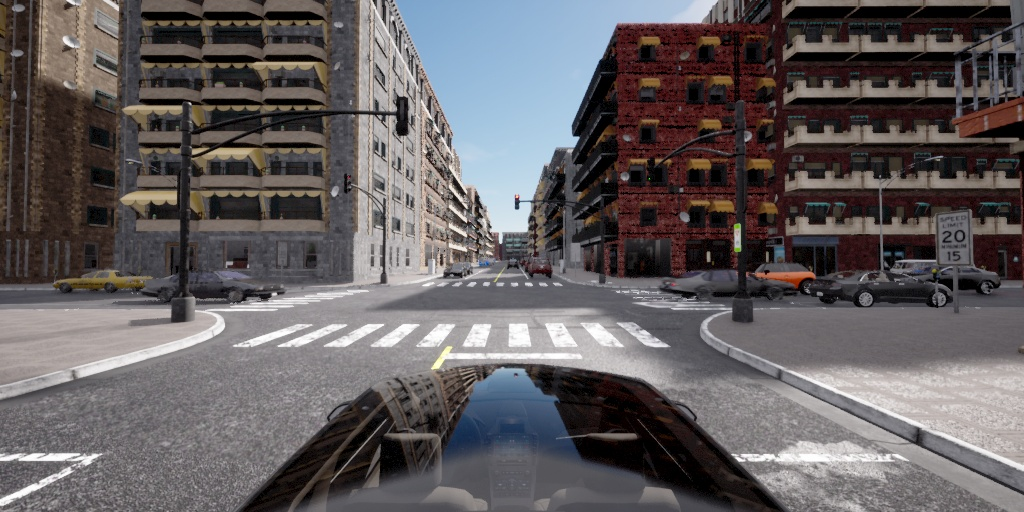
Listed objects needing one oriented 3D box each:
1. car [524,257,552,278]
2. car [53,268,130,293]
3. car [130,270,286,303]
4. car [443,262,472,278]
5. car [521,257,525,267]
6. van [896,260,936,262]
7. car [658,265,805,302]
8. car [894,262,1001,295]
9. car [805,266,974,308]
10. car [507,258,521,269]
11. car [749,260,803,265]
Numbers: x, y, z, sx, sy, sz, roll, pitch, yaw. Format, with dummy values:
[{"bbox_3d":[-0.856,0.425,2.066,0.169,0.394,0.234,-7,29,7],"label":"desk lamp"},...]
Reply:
[{"bbox_3d":[2.604,1.076,33.772,2.192,1.841,5.009,0,0,0],"label":"car"},{"bbox_3d":[-24.420,1.436,21.481,4.829,1.417,1.751,0,0,0],"label":"car"},{"bbox_3d":[-13.166,1.309,15.938,5.357,1.411,2.033,0,-1,2],"label":"car"},{"bbox_3d":[-5.277,1.328,33.736,1.948,1.339,4.313,0,0,0],"label":"car"},{"bbox_3d":[2.617,1.086,44.895,2.192,1.841,5.009,0,0,0],"label":"car"},{"bbox_3d":[24.926,1.115,21.305,3.998,1.789,1.690,0,0,0],"label":"van"},{"bbox_3d":[9.426,1.245,15.960,5.357,1.411,2.033,0,-1,0],"label":"car"},{"bbox_3d":[22.419,1.220,18.865,4.902,1.511,2.128,0,-1,0],"label":"car"},{"bbox_3d":[13.759,1.185,13.466,4.403,1.370,2.007,0,0,0],"label":"car"},{"bbox_3d":[0.167,1.308,58.583,1.837,1.490,4.892,0,0,0],"label":"car"},{"bbox_3d":[13.224,1.102,18.929,4.553,1.767,2.097,0,-1,1],"label":"car"}]
